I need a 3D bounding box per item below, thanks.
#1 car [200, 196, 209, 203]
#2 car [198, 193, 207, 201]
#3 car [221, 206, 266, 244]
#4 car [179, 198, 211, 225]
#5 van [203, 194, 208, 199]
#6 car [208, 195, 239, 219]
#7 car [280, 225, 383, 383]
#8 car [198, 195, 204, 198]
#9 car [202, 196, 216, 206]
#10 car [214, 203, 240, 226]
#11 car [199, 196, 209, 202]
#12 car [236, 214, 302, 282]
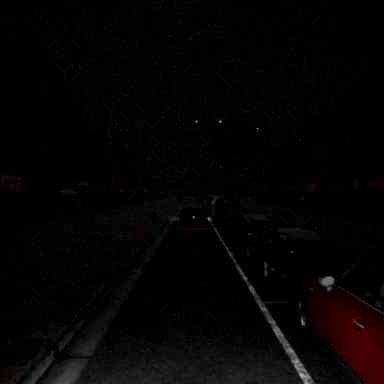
[{"bbox_3d":[2.698,1.506,70.736,1.752,1.417,4.829,0,0,0],"label":"car"},{"bbox_3d":[2.712,1.314,87.202,2.192,1.841,5.009,0,0,0],"label":"car"},{"bbox_3d":[2.651,1.551,15.108,2.008,1.369,4.403,0,0,0],"label":"car"},{"bbox_3d":[0.118,1.473,23.991,1.882,1.535,5.008,0,0,0],"label":"car"},{"bbox_3d":[2.675,1.329,42.837,1.690,1.788,3.998,0,0,0],"label":"van"},{"bbox_3d":[2.661,1.310,26.200,2.192,1.841,5.009,0,0,0],"label":"car"},{"bbox_3d":[2.641,1.442,4.015,1.967,1.590,4.097,0,0,0],"label":"car"},{"bbox_3d":[0.136,1.466,41.840,1.882,1.535,5.008,0,0,0],"label":"car"},{"bbox_3d":[2.685,1.423,53.929,1.967,1.590,4.097,0,0,0],"label":"car"},{"bbox_3d":[2.656,1.563,20.655,1.947,1.339,4.313,0,0,0],"label":"car"},{"bbox_3d":[2.703,1.537,76.110,2.008,1.369,4.403,0,0,0],"label":"car"},{"bbox_3d":[2.646,1.553,9.563,2.008,1.369,4.403,0,0,0],"label":"car"}]
